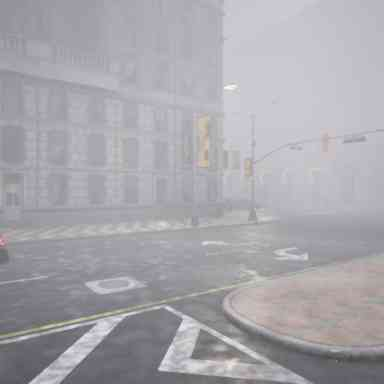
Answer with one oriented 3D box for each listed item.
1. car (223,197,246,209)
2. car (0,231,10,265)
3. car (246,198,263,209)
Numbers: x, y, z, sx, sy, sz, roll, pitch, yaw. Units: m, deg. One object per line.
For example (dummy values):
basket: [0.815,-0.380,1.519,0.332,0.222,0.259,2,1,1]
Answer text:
car: [4.495,1.493,44.335,1.837,1.490,4.892,0,0,-36]
car: [-7.353,1.353,8.583,4.553,1.767,2.097,0,0,-35]
car: [7.370,1.534,46.322,2.033,1.411,5.357,0,0,-36]
